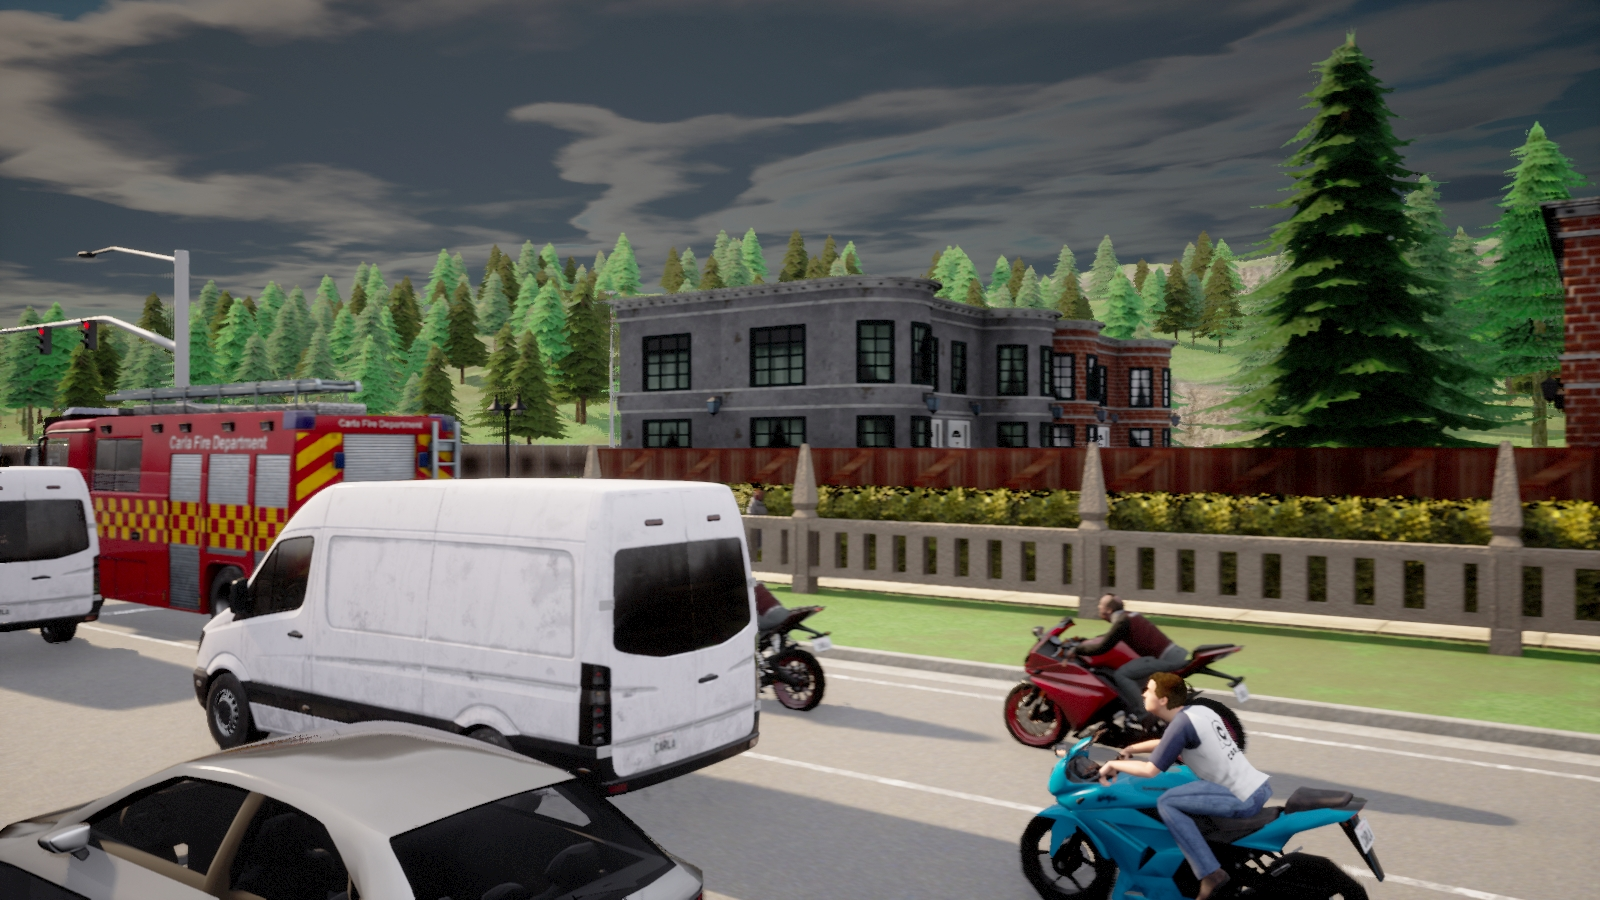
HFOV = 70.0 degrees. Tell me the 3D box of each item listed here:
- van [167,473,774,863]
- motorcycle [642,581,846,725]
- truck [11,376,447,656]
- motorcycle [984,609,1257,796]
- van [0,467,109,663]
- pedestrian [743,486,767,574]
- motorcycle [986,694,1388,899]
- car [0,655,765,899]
[{"bbox_3d":[-3.209,1.538,10.308,5.915,2.561,1.988,0,0,35],"label":"van"},{"bbox_3d":[-0.649,2.209,12.793,2.209,1.251,0.867,0,0,35],"label":"motorcycle"},{"bbox_3d":[-9.857,0.899,19.245,8.468,3.827,2.891,0,0,35],"label":"truck"},{"bbox_3d":[2.872,2.207,10.350,2.209,1.251,0.867,0,0,35],"label":"motorcycle"},{"bbox_3d":[-12.752,1.540,17.001,5.915,2.561,1.988,-1,0,35],"label":"van"},{"bbox_3d":[-0.970,1.702,24.588,0.375,1.860,0.375,0,0,33],"label":"pedestrian"},{"bbox_3d":[2.170,2.187,6.541,2.033,1.199,0.803,0,0,35],"label":"motorcycle"},{"bbox_3d":[-2.391,2.068,5.465,4.193,1.474,1.816,0,0,35],"label":"car"}]
